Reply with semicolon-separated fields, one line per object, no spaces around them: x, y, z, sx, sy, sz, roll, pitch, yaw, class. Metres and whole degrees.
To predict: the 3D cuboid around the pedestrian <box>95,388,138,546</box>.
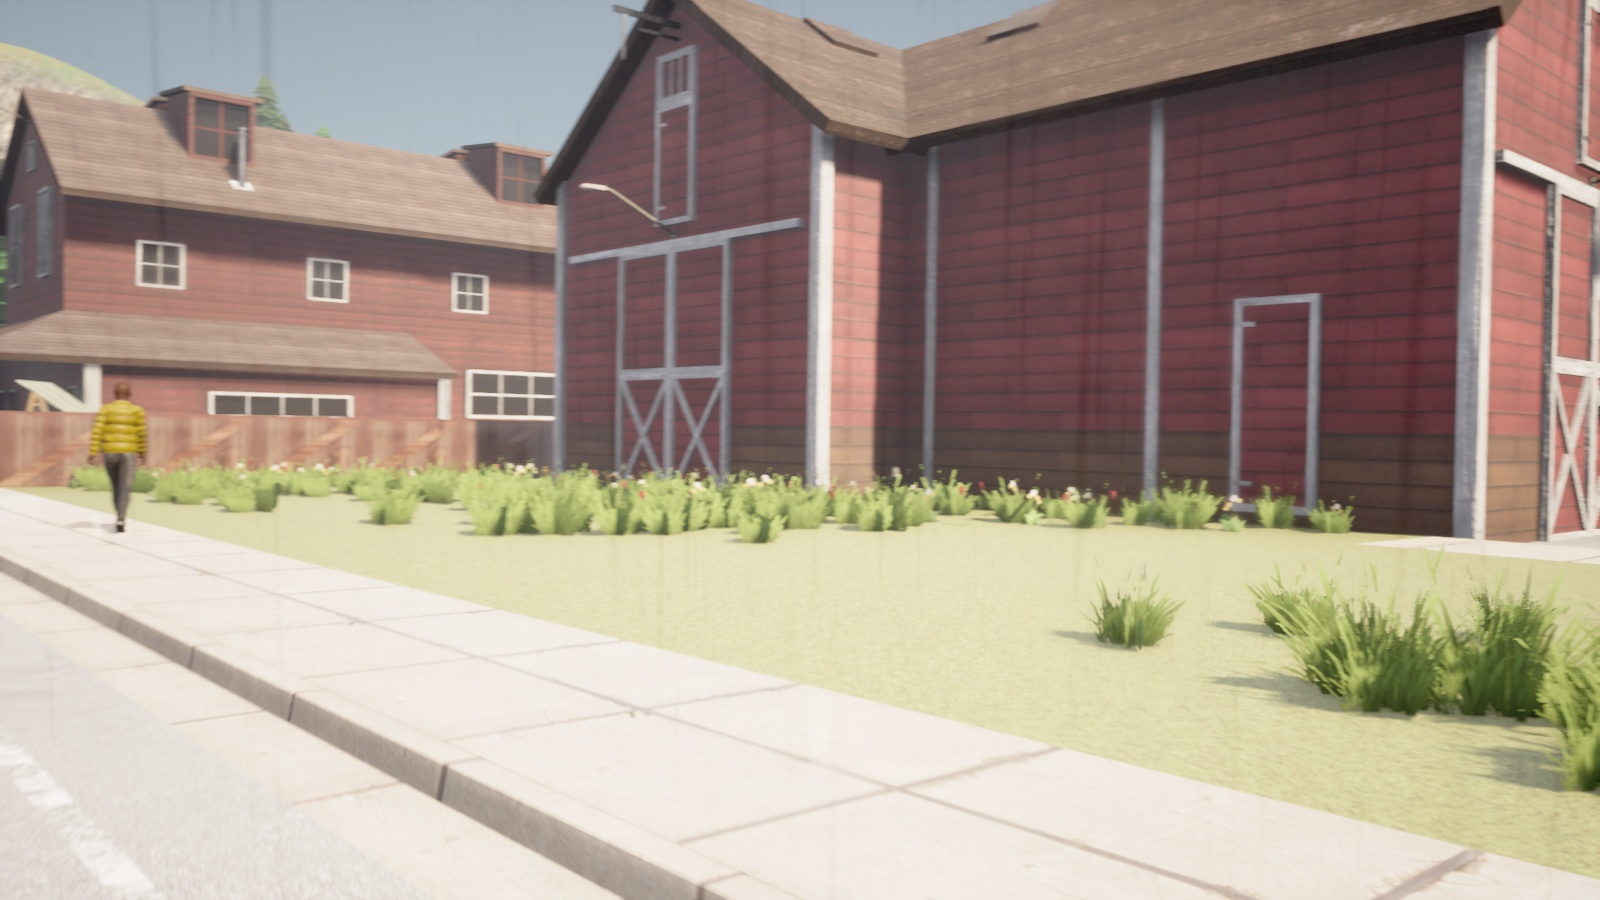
-8.140;0.188;14.963;0.370;1.835;0.726;0;1;-24;pedestrian

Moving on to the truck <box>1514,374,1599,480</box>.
28.218;-0.765;41.093;2.891;3.462;7.936;-1;1;-42;truck
